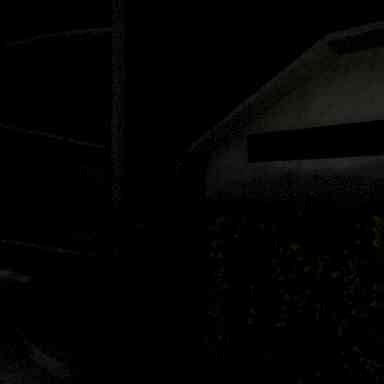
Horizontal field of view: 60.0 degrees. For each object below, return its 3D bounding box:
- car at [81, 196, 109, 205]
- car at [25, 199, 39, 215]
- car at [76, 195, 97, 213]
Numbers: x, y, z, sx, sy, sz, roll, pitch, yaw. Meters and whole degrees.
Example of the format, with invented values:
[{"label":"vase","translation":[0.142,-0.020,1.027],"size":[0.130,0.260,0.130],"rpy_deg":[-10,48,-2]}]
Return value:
[{"label":"car","translation":[-16.940,1.491,57.805],"size":[4.902,1.511,2.128],"rpy_deg":[0,0,36]},{"label":"car","translation":[-17.248,1.480,32.997],"size":[4.611,1.667,2.242],"rpy_deg":[0,0,35]},{"label":"car","translation":[-10.444,1.313,35.134],"size":[3.866,1.878,1.905],"rpy_deg":[0,0,35]}]
